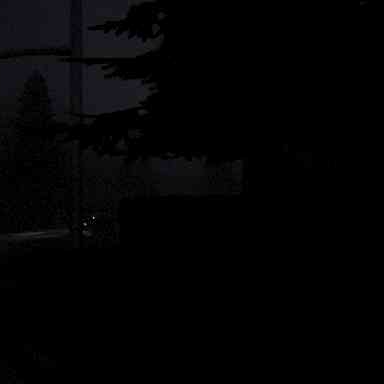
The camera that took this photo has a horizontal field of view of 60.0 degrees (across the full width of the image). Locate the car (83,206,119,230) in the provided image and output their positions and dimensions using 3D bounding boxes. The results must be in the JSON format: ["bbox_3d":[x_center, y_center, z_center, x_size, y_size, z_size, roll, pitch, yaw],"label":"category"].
[{"bbox_3d":[-5.019,1.586,21.412,1.895,1.301,4.718,0,0,36],"label":"car"}]
